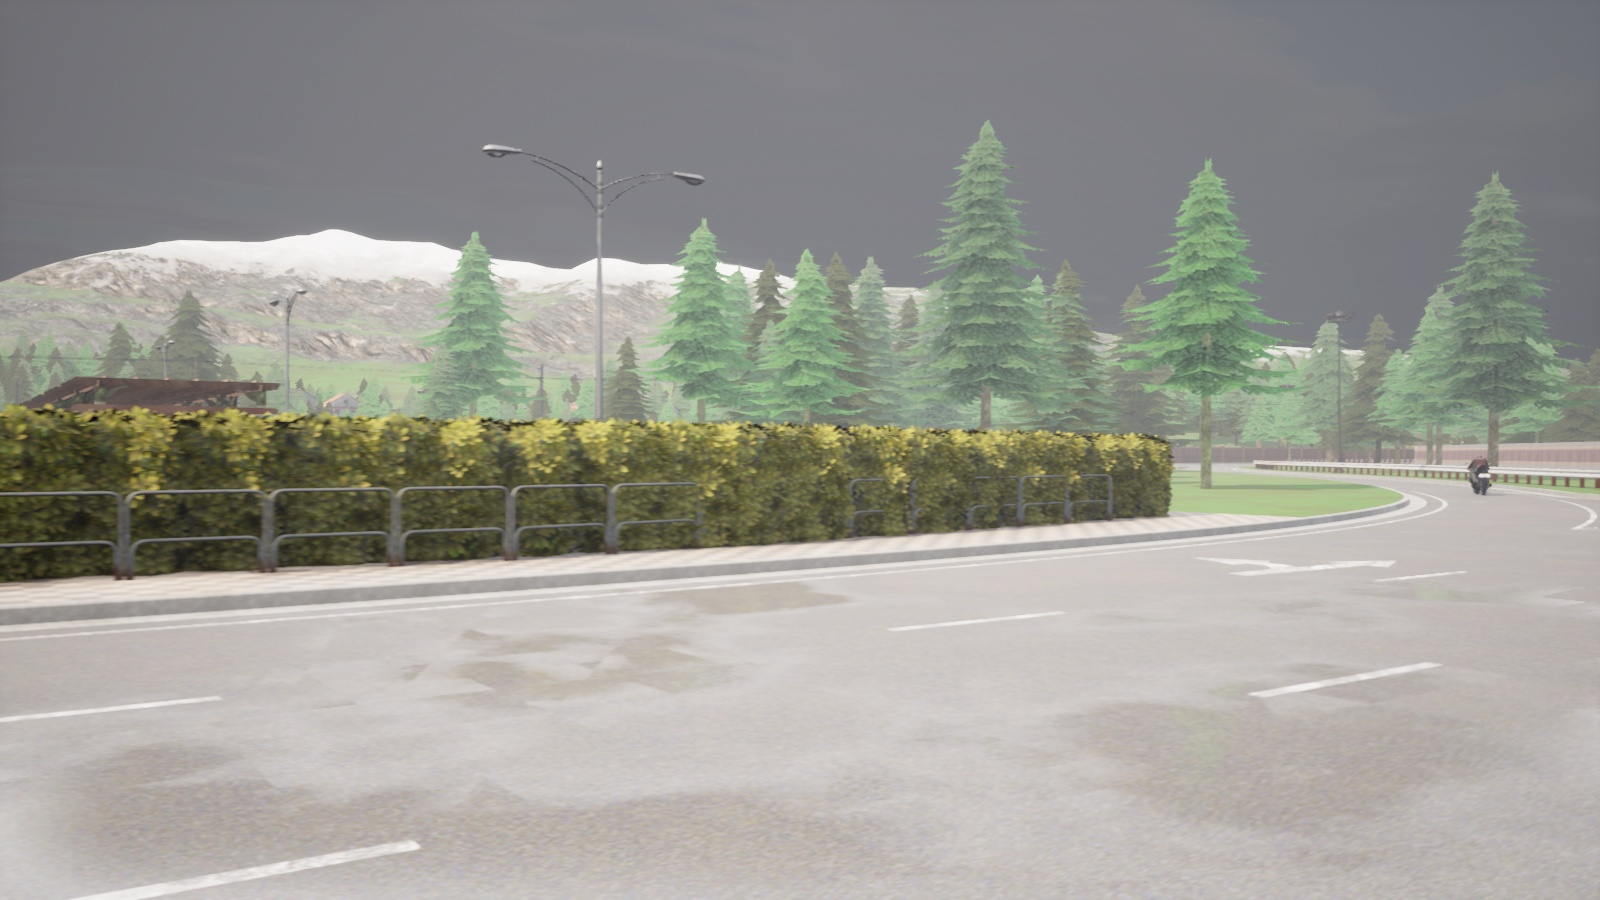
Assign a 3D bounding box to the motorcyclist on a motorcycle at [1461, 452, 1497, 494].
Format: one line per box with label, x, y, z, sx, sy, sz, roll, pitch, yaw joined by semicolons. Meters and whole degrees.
motorcyclist on a motorcycle;25.163;0.841;46.582;0.866;1.530;2.191;0;0;20
